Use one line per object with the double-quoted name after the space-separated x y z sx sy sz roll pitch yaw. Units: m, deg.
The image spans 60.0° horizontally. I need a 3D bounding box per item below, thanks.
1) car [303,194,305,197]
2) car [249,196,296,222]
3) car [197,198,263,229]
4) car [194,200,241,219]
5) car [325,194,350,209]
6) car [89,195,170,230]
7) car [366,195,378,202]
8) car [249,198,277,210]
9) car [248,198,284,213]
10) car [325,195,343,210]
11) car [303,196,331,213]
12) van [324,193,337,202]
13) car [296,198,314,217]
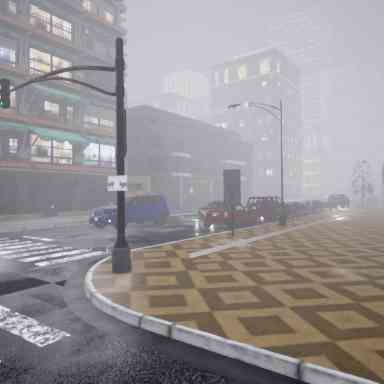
22.581 1.440 61.318 1.752 1.417 4.829 -1 0 36 "car"
5.787 1.216 25.268 2.192 1.841 5.009 -1 0 36 "car"
2.470 1.353 20.765 1.967 1.590 4.097 -1 0 36 "car"
2.356 1.470 29.731 1.837 1.490 4.892 -1 0 37 "car"
19.064 1.167 43.274 2.192 1.841 5.009 -1 0 36 "car"
-3.823 1.209 21.321 2.150 2.045 5.566 -1 0 38 "car"
35.662 1.334 65.782 1.887 1.381 4.507 -1 0 36 "car"
9.304 1.489 43.311 1.752 1.417 4.829 -1 0 36 "car"
8.583 1.490 38.164 2.033 1.411 5.357 -1 0 37 "car"
15.747 1.415 38.772 2.008 1.369 4.403 -1 0 36 "car"
12.428 1.421 34.270 1.887 1.381 4.507 -1 0 36 "car"
29.318 1.229 70.459 1.690 1.788 3.998 -1 0 36 "van"
9.109 1.471 29.768 1.802 1.307 4.206 -1 0 36 "car"
